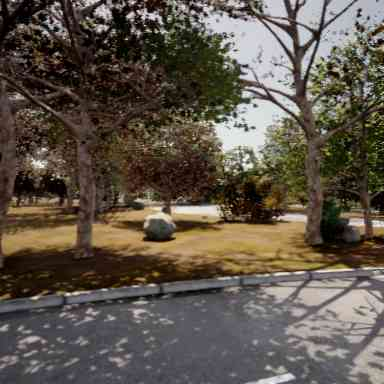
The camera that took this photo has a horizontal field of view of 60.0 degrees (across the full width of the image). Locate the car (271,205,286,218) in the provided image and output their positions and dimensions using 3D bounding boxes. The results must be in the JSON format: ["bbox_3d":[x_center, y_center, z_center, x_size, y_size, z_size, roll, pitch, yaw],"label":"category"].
[{"bbox_3d":[5.820,1.318,29.132,4.553,1.767,2.097,1,0,39],"label":"car"}]

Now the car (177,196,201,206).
[{"bbox_3d":[-0.419,1.379,49.779,2.128,1.511,4.902,1,-1,31],"label":"car"}]
